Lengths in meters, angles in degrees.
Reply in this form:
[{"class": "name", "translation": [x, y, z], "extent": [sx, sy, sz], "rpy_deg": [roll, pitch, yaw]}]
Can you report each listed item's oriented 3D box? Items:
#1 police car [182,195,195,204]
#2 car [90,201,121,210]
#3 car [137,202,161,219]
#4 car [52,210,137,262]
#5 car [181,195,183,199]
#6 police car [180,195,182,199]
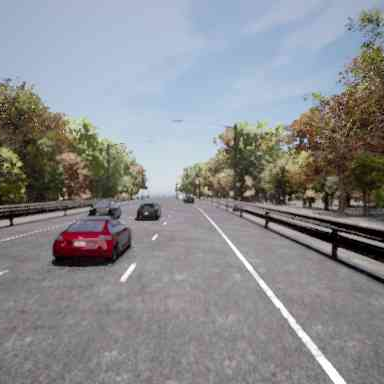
[{"class": "police car", "translation": [-0.501, 1.587, 68.304], "extent": [1.930, 1.638, 5.238], "rpy_deg": [0, 0, -3]}, {"class": "car", "translation": [-7.178, 1.519, 27.899], "extent": [2.128, 1.511, 4.902], "rpy_deg": [0, 0, -1]}, {"class": "car", "translation": [-3.696, 1.555, 28.951], "extent": [1.812, 1.442, 4.674], "rpy_deg": [0, 0, -1]}, {"class": "car", "translation": [-3.464, 1.569, 12.247], "extent": [1.994, 1.385, 4.181], "rpy_deg": [0, 0, 0]}, {"class": "car", "translation": [-0.980, 1.690, 78.248], "extent": [1.882, 1.535, 5.008], "rpy_deg": [0, 0, -3]}, {"class": "police car", "translation": [-1.309, 1.673, 84.388], "extent": [1.930, 1.638, 5.238], "rpy_deg": [0, 0, -3]}]
